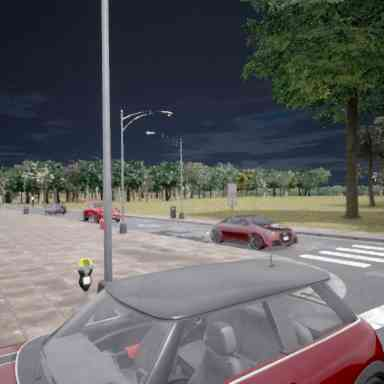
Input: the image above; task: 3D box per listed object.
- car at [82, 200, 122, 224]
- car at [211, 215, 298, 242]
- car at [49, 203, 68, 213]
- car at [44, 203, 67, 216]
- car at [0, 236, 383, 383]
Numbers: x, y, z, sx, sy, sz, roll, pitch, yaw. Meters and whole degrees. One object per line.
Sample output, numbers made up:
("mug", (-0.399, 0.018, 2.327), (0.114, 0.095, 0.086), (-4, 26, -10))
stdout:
("car", (-8.559, 1.806, 31.199), (2.150, 2.045, 5.566), (-1, -1, -35))
("car", (2.731, 1.768, 15.382), (1.994, 1.385, 4.181), (-1, -1, -36))
("car", (-22.492, 2.614, 55.806), (1.837, 1.490, 4.892), (-1, -1, -36))
("car", (-19.149, 2.562, 46.215), (1.994, 1.385, 4.181), (-1, -1, -36))
("car", (-0.244, 1.440, 2.650), (4.097, 1.590, 1.967), (0, -1, -36))
